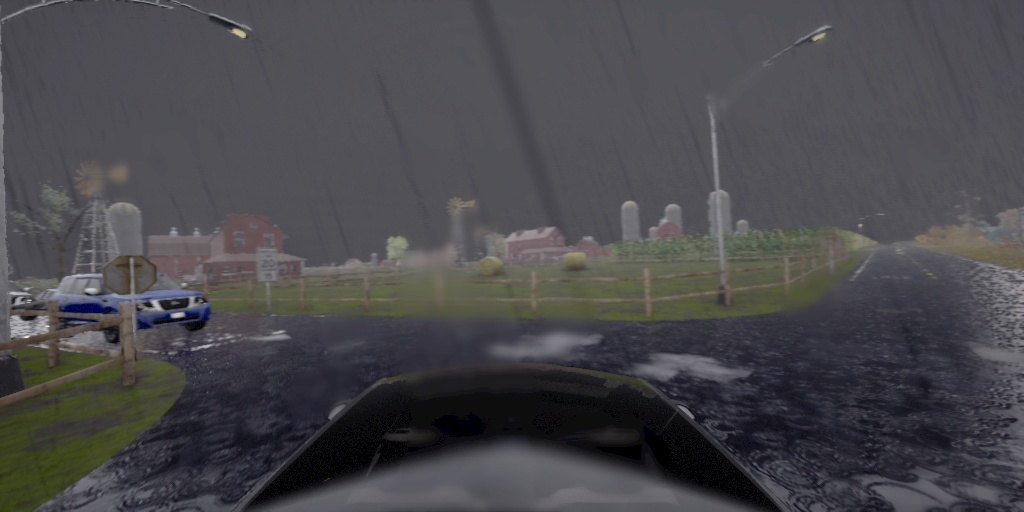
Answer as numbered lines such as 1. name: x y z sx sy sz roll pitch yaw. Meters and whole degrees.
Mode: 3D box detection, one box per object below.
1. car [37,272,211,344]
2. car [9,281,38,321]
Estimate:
1. car: -12.545 1.539 11.748 5.566 2.045 2.150 -3 -1 22
2. car: -25.081 2.167 16.998 5.566 2.045 2.150 -3 -1 24
